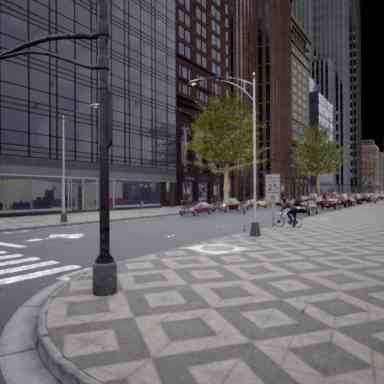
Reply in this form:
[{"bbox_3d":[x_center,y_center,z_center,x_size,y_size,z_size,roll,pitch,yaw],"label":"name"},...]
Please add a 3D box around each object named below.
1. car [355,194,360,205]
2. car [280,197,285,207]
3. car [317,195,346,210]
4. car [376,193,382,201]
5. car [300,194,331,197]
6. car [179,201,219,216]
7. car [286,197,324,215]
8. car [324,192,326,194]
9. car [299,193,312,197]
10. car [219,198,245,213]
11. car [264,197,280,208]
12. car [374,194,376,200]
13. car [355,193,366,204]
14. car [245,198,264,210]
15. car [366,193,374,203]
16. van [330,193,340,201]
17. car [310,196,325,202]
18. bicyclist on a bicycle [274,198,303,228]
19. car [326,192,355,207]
[{"bbox_3d":[23.490,1.378,50.086,1.947,1.339,4.313,0,0,35],"label":"car"},{"bbox_3d":[13.274,1.456,50.279,1.947,1.339,4.313,0,0,35],"label":"car"},{"bbox_3d":[17.097,1.377,40.796,1.887,1.381,4.507,0,0,35],"label":"car"},{"bbox_3d":[42.665,1.359,77.959,1.802,1.307,4.206,-1,0,35],"label":"car"},{"bbox_3d":[16.527,1.340,44.502,2.128,1.511,4.902,-1,0,35],"label":"car"},{"bbox_3d":[0.489,1.524,31.694,1.802,1.307,4.206,0,0,35],"label":"car"},{"bbox_3d":[10.706,1.424,31.504,1.947,1.339,4.313,0,0,35],"label":"car"},{"bbox_3d":[22.214,1.052,52.768,2.150,2.045,5.566,-1,0,35],"label":"car"},{"bbox_3d":[19.667,1.416,59.571,1.887,1.381,4.507,0,0,35],"label":"car"},{"bbox_3d":[3.684,1.367,36.340,1.967,1.590,4.097,0,0,35],"label":"car"},{"bbox_3d":[9.981,1.426,45.492,1.752,1.417,4.829,0,0,35],"label":"car"},{"bbox_3d":[36.370,1.303,68.809,1.752,1.417,4.829,-1,0,35],"label":"car"},{"bbox_3d":[26.684,1.118,54.733,2.192,1.841,5.009,0,0,35],"label":"car"},{"bbox_3d":[6.882,1.495,40.986,1.802,1.307,4.206,0,0,35],"label":"car"},{"bbox_3d":[33.077,1.100,64.024,2.192,1.841,5.009,0,0,35],"label":"car"},{"bbox_3d":[35.647,1.186,82.803,1.690,1.788,3.998,-1,0,35],"label":"van"},{"bbox_3d":[26.061,1.419,68.864,1.947,1.339,4.313,0,0,35],"label":"car"},{"bbox_3d":[5.277,1.177,18.388,1.656,1.620,0.582,-1,0,35],"label":"bicyclist on a bicycle"},{"bbox_3d":[20.293,1.137,45.442,2.192,1.841,5.009,0,0,35],"label":"car"}]
